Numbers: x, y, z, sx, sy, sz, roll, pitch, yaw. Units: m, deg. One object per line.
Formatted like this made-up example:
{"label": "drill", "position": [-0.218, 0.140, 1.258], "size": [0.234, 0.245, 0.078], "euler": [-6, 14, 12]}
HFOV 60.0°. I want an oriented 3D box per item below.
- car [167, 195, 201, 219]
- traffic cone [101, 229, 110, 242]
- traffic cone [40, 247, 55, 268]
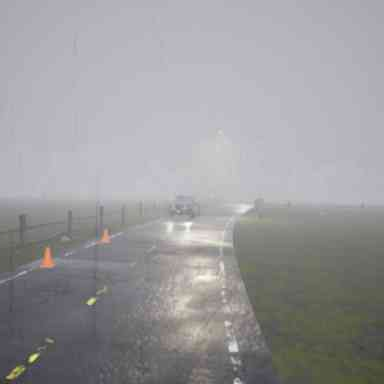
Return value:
{"label": "car", "position": [-0.558, 1.259, 29.903], "size": [2.150, 2.045, 5.566], "euler": [0, 0, 11]}
{"label": "traffic cone", "position": [-3.915, 1.960, 15.099], "size": [0.340, 0.580, 0.340], "euler": [0, 0, 6]}
{"label": "traffic cone", "position": [-4.354, 1.951, 10.040], "size": [0.340, 0.580, 0.340], "euler": [0, 0, 4]}
